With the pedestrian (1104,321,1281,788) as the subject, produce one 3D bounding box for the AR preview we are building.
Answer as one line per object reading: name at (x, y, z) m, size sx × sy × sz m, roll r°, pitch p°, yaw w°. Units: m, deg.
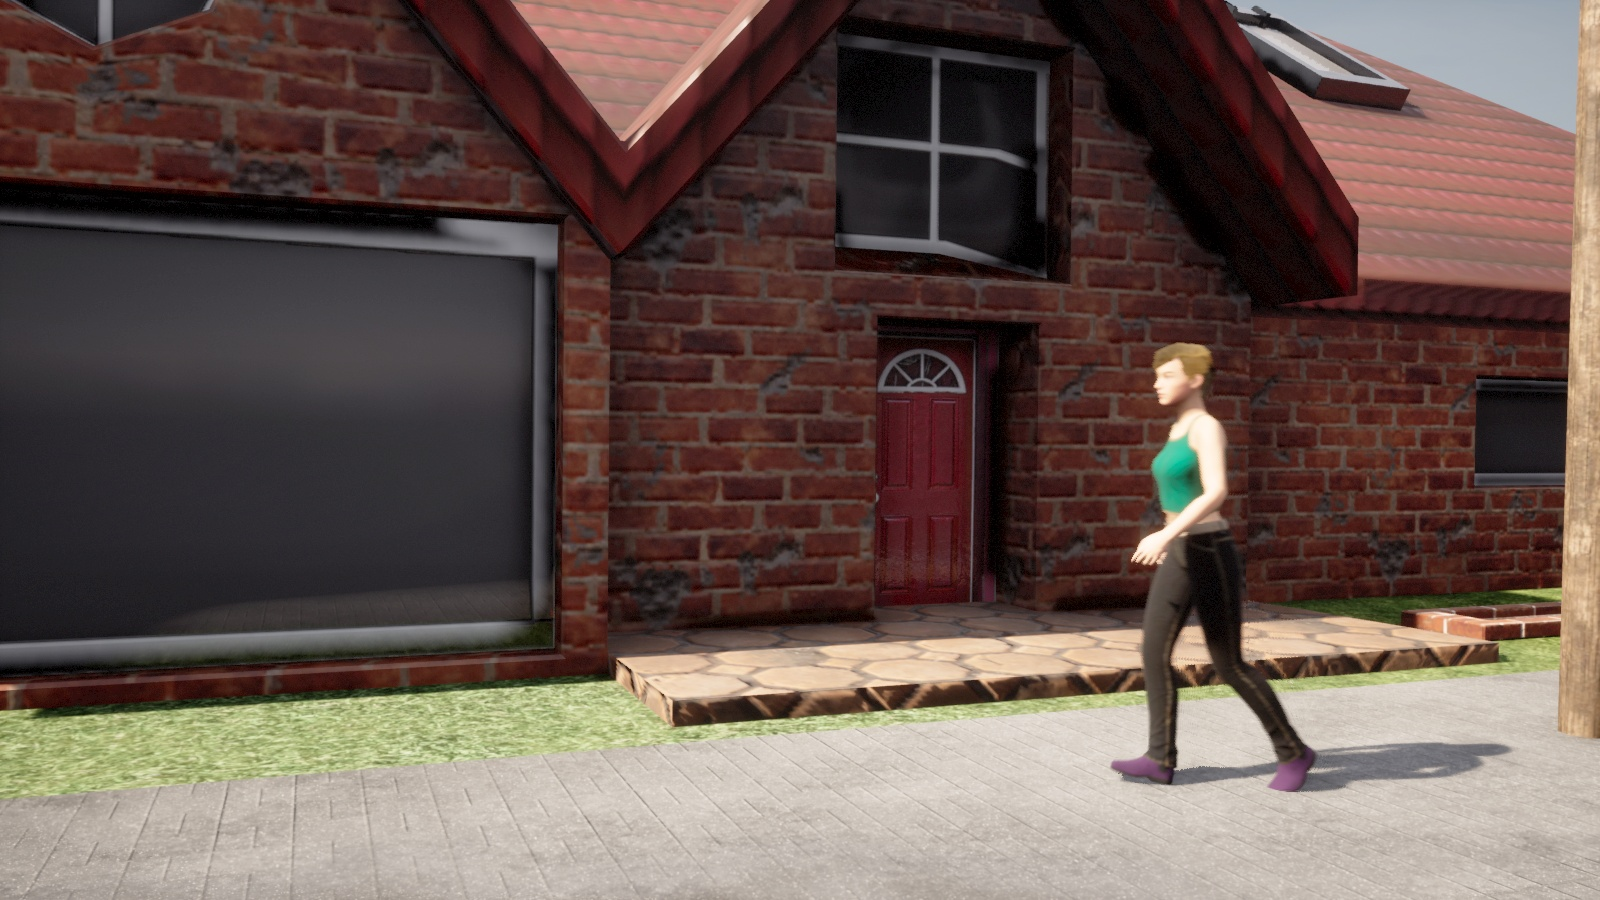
pedestrian at (1.595, 0.407, 5.128) m, size 0.594 × 1.836 × 0.345 m, roll -1°, pitch 1°, yaw -6°
